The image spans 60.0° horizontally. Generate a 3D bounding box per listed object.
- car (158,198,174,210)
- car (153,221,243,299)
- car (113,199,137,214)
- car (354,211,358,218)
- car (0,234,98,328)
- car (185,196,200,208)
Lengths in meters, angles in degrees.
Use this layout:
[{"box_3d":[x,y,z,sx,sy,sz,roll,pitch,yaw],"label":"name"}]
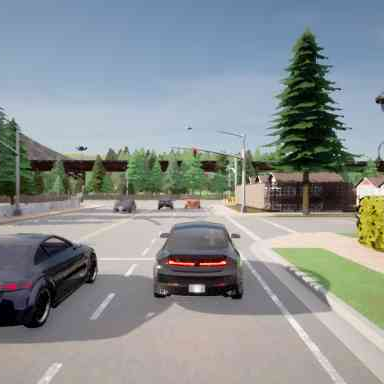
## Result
[{"box_3d":[-3.411,1.505,43.737,1.837,1.490,4.892,0,0,0],"label":"car"},{"box_3d":[0.193,1.505,8.465,1.837,1.490,4.892,0,0,2],"label":"car"},{"box_3d":[-7.100,1.491,35.588,2.128,1.511,4.902,0,0,0],"label":"car"},{"box_3d":[14.853,1.466,25.050,4.892,1.490,1.837,0,0,-1],"label":"car"},{"box_3d":[-3.420,1.564,6.979,1.994,1.385,4.181,0,0,0],"label":"car"},{"box_3d":[0.110,1.353,47.274,2.097,1.767,4.553,0,0,0],"label":"car"}]
